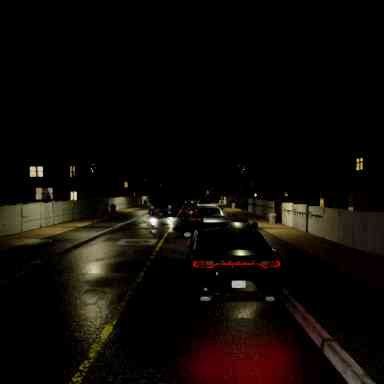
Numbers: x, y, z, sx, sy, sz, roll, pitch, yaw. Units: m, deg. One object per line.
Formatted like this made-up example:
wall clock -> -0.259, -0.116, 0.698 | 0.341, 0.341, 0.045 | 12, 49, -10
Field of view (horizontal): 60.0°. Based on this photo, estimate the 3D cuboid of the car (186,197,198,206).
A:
car -> -0.004, 1.668, 59.758 | 1.994, 1.385, 4.181 | 0, 0, 0

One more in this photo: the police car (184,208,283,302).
police car -> 0.824, 1.424, 8.445 | 1.930, 1.638, 5.238 | 0, 0, 0

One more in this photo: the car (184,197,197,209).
car -> 0.025, 1.409, 45.790 | 2.097, 1.767, 4.553 | 0, 0, 0

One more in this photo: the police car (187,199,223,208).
police car -> 0.823, 1.432, 18.448 | 1.930, 1.638, 5.238 | 0, 0, 0

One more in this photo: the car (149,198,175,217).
car -> -2.752, 1.377, 31.334 | 2.097, 1.767, 4.553 | 0, 0, 0

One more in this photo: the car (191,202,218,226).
car -> 0.823, 1.519, 24.338 | 1.837, 1.490, 4.892 | 0, 0, 0
